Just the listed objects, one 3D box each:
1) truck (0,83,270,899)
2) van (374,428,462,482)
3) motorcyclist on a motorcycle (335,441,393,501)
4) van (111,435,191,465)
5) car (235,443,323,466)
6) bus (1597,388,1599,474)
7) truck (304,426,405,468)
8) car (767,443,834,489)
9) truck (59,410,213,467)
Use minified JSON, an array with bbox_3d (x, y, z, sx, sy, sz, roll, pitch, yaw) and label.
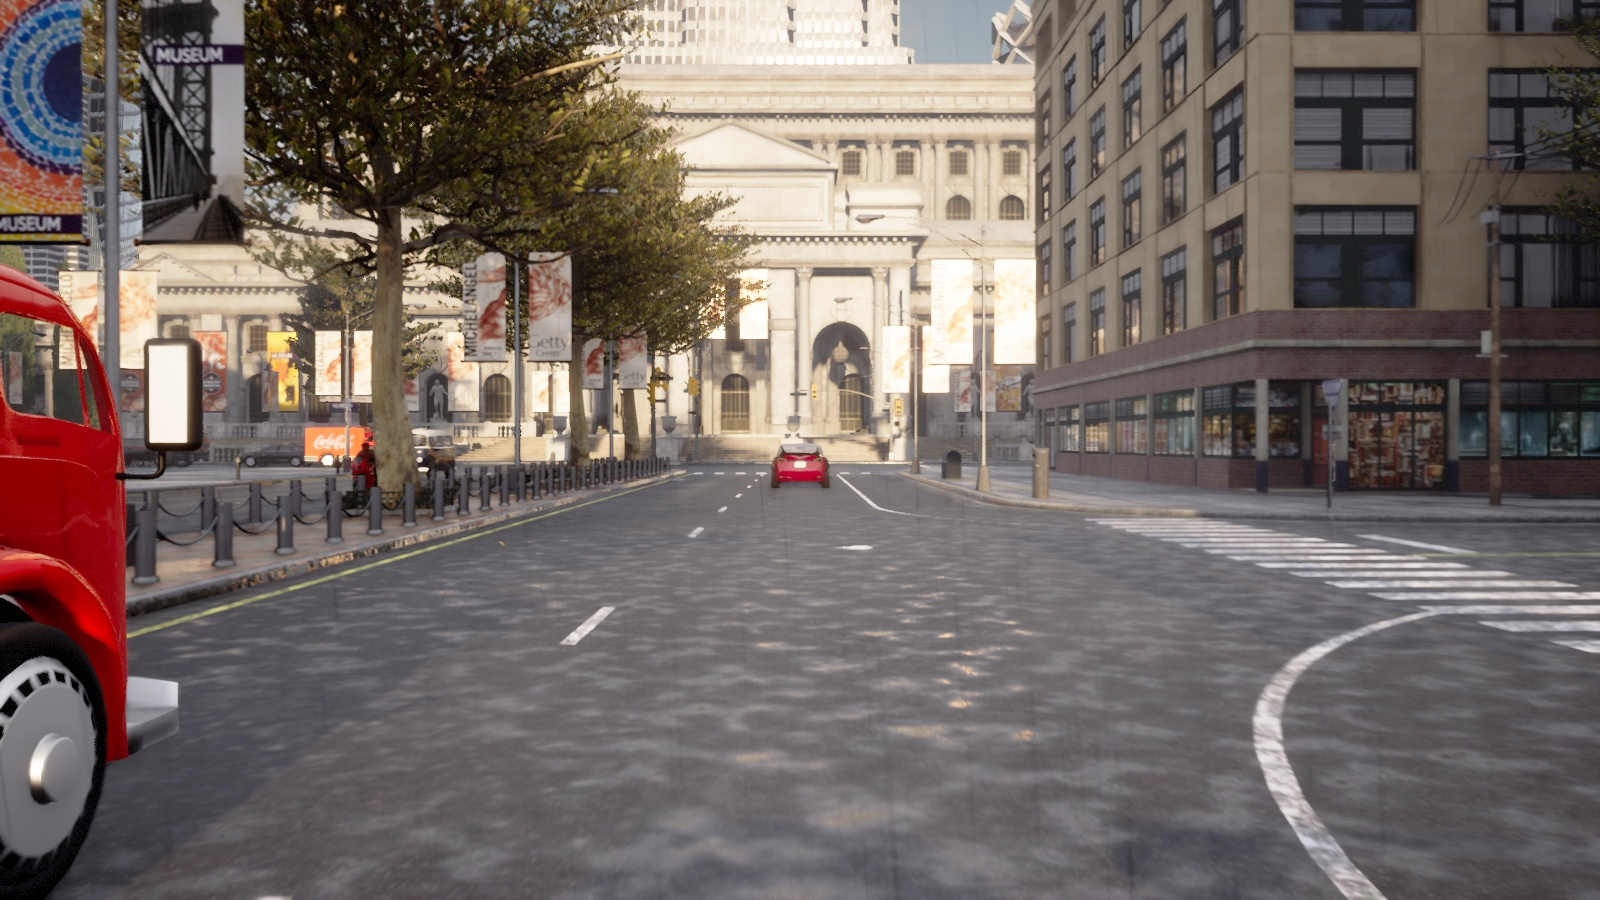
[{"bbox_3d":[-3.485,0.244,2.514,2.627,2.467,5.204,0,0,0],"label":"truck"},{"bbox_3d":[-14.980,0.182,49.496,2.069,2.038,4.480,0,0,0],"label":"van"},{"bbox_3d":[-11.462,0.535,33.106,0.797,1.523,2.044,0,0,1],"label":"motorcyclist on a motorcycle"},{"bbox_3d":[-43.564,-0.005,84.289,4.442,1.987,1.775,0,0,0],"label":"van"},{"bbox_3d":[-33.495,0.275,80.776,4.892,1.490,1.837,0,0,0],"label":"car"},{"bbox_3d":[41.450,-0.919,57.070,3.944,4.253,10.273,0,0,0],"label":"bus"},{"bbox_3d":[-26.384,-0.176,74.538,5.204,2.467,2.627,0,0,-6],"label":"truck"},{"bbox_3d":[0.020,0.504,43.300,2.163,1.488,4.792,0,0,0],"label":"car"},{"bbox_3d":[-40.797,-0.699,77.286,7.936,3.462,2.891,0,0,0],"label":"truck"}]
